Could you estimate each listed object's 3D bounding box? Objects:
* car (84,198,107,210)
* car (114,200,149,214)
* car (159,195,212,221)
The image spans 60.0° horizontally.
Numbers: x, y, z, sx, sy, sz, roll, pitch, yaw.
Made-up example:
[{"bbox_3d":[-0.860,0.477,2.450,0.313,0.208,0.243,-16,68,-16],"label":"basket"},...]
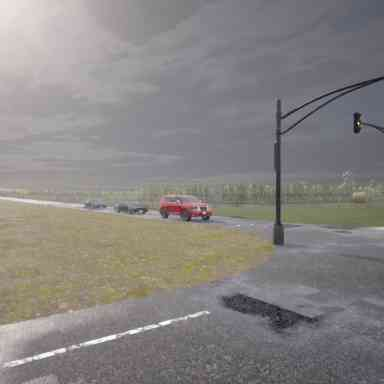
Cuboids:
[{"bbox_3d":[-13.008,1.581,44.751,1.837,1.490,4.892,0,0,-36],"label":"car"},{"bbox_3d":[-6.706,1.604,36.057,2.033,1.411,5.357,0,0,-36],"label":"car"},{"bbox_3d":[-0.670,1.256,27.755,2.150,2.045,5.566,0,0,-36],"label":"car"}]
